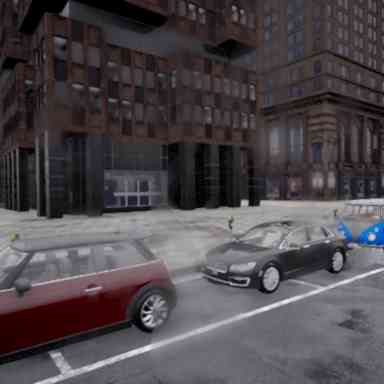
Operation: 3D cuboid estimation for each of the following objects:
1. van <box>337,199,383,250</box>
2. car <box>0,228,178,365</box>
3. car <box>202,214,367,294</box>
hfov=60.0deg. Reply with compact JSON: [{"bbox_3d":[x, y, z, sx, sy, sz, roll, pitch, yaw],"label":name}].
[{"bbox_3d":[6.799,1.132,11.792,3.998,1.788,1.690,-1,1,-37],"label":"van"},{"bbox_3d":[-2.314,1.423,5.022,4.097,1.590,1.967,-1,1,-37],"label":"car"},{"bbox_3d":[2.245,1.438,8.408,4.403,1.369,2.008,-1,1,-37],"label":"car"}]
